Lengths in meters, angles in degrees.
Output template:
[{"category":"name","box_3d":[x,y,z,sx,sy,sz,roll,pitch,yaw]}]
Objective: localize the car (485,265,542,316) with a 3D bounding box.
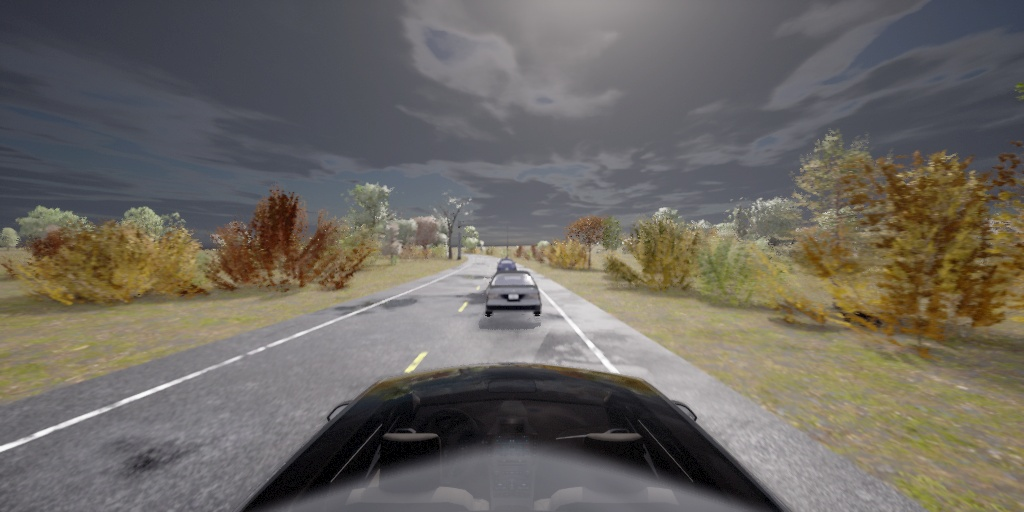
[{"category":"car","box_3d":[0.016,1.212,12.948,2.033,1.411,5.357,0,0,-1]}]

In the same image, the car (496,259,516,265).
[{"category":"car","box_3d":[-0.539,1.001,35.228,1.812,1.442,4.674,0,1,-2]}]
